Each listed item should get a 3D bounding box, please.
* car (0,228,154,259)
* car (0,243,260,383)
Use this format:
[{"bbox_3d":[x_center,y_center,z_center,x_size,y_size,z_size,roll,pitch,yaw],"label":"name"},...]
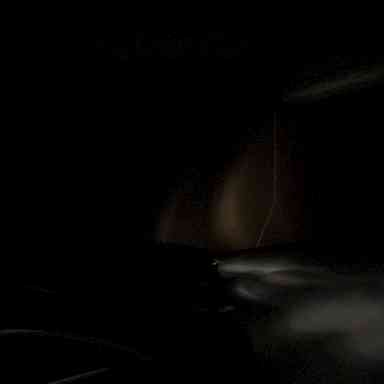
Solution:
[{"bbox_3d":[-1.706,1.478,6.700,5.008,1.535,1.882,0,0,-36],"label":"car"},{"bbox_3d":[-1.579,1.492,2.491,4.902,1.511,2.128,0,0,-36],"label":"car"}]
